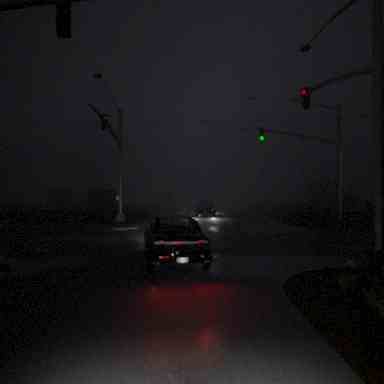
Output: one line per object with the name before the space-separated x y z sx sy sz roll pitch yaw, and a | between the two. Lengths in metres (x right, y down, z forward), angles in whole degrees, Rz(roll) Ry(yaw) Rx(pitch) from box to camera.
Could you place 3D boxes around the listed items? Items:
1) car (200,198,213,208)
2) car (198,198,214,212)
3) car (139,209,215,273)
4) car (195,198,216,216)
car | 2.287 1.689 51.528 1.994 1.385 4.181 0 0 3
car | 1.777 1.572 41.585 1.882 1.535 5.008 0 0 3
car | -0.646 1.527 10.925 2.128 1.511 4.902 0 0 -10
car | 1.326 1.592 32.376 1.812 1.442 4.674 0 0 3
